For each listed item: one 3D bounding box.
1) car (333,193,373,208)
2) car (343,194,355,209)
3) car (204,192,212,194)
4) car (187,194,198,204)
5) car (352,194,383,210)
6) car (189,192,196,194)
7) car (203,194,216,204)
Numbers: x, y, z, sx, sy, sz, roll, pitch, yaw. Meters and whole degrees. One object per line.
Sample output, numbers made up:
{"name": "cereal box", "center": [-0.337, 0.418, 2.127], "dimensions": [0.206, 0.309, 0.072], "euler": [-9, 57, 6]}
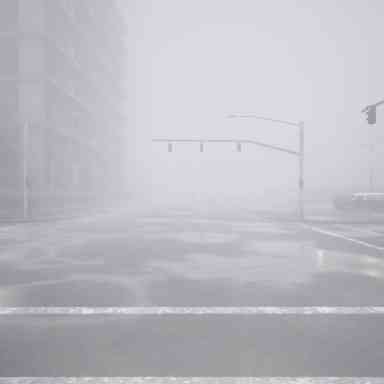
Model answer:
{"name": "car", "center": [25.273, 1.209, 52.251], "dimensions": [4.605, 1.855, 1.932], "euler": [0, 0, 1]}
{"name": "car", "center": [25.288, 1.419, 49.568], "dimensions": [3.905, 1.438, 1.784], "euler": [0, 0, 1]}
{"name": "car", "center": [3.619, 1.087, 73.898], "dimensions": [2.150, 2.045, 5.566], "euler": [0, 0, 0]}
{"name": "car", "center": [0.057, 1.547, 63.467], "dimensions": [2.033, 1.411, 5.357], "euler": [0, 0, 0]}
{"name": "car", "center": [25.250, 1.451, 46.673], "dimensions": [3.806, 1.475, 1.970], "euler": [0, 0, 1]}
{"name": "car", "center": [0.119, 1.087, 73.919], "dimensions": [2.150, 2.045, 5.566], "euler": [0, 0, 0]}
{"name": "car", "center": [3.559, 1.526, 63.863], "dimensions": [1.812, 1.442, 4.674], "euler": [0, 0, 0]}
